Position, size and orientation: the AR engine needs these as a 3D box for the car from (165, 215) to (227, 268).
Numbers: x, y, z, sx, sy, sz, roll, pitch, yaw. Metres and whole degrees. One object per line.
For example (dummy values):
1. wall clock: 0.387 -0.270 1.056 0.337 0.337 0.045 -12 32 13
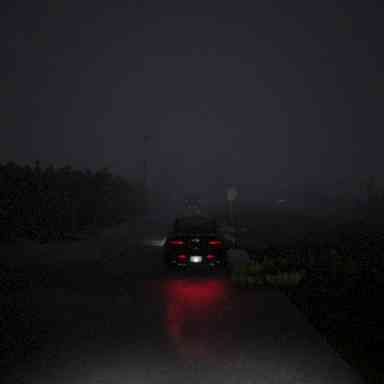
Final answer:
1. car: 0.117 1.550 11.397 1.837 1.490 4.892 0 0 0

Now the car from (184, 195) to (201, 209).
1. car: 0.079 1.401 48.191 2.150 2.045 5.566 0 0 0
